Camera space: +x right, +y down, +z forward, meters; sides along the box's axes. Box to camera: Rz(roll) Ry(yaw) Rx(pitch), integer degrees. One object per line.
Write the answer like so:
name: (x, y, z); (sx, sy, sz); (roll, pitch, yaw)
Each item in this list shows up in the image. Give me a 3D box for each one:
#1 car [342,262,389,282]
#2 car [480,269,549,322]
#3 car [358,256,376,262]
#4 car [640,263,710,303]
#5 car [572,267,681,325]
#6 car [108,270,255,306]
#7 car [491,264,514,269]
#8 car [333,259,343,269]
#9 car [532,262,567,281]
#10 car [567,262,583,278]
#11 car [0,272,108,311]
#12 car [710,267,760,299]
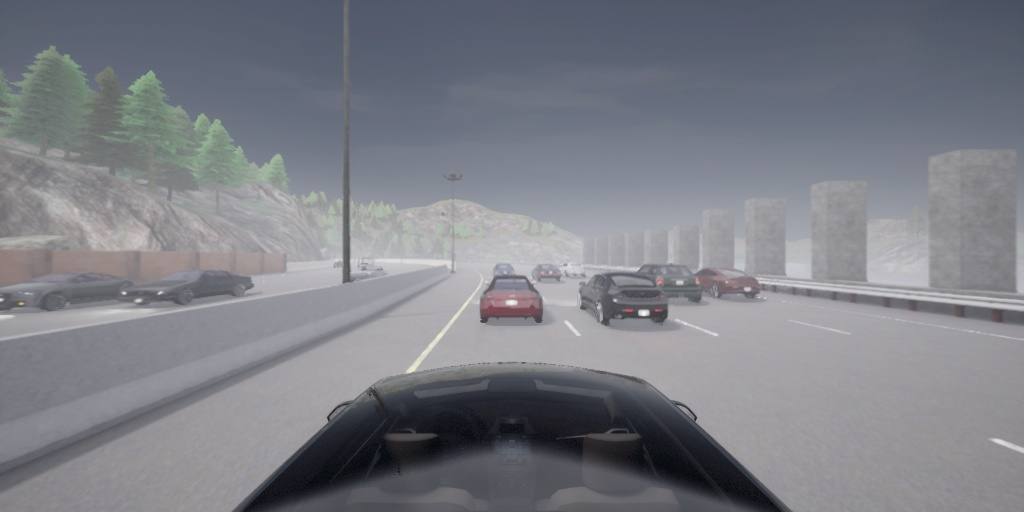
car: (-11.333, 1.399, 28.390); (1.895, 1.301, 4.718); (0, 0, -4)
car: (-0.049, 1.330, 12.442); (1.994, 1.385, 4.181); (0, 0, -1)
car: (-22.207, 0.855, 55.005); (2.097, 1.767, 4.553); (0, 0, -13)
car: (6.861, 1.121, 16.881); (2.097, 1.767, 4.553); (0, 0, -1)
car: (3.465, 1.268, 11.964); (1.837, 1.490, 4.892); (0, 0, -1)
car: (-14.320, 1.329, 16.354); (2.033, 1.411, 5.357); (0, 0, -1)
car: (-0.738, 1.342, 30.406); (2.033, 1.411, 5.357); (0, 0, -4)
car: (-25.607, 1.205, 54.176); (1.994, 1.385, 4.181); (0, 0, -13)
car: (2.791, 1.339, 30.070); (2.033, 1.411, 5.357); (0, 0, -4)
car: (5.824, 1.323, 35.176); (1.812, 1.442, 4.674); (0, 0, -6)
car: (-17.790, 1.344, 14.405); (1.994, 1.385, 4.181); (0, 0, -1)
car: (10.326, 1.294, 18.096); (1.812, 1.442, 4.674); (0, 0, -1)
